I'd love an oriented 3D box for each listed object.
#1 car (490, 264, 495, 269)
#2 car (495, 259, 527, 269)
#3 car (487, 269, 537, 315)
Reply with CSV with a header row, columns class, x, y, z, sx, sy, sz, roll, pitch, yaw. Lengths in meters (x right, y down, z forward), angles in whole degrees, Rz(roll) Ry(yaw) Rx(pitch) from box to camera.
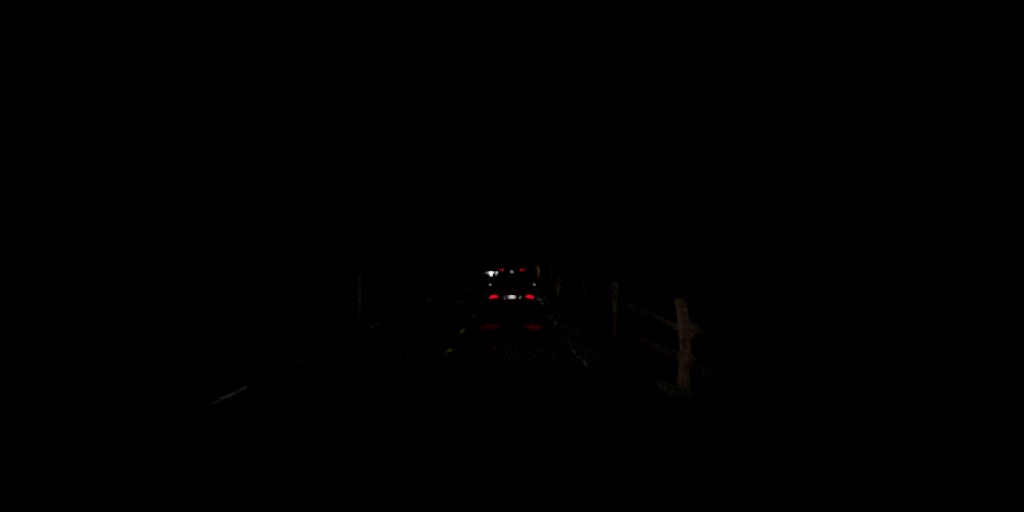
class,x,y,z,sx,sy,sz,roll,pitch,yaw
car,-2.779,1.997,61.656,1.895,1.301,4.718,0,-1,0
car,0.006,1.272,29.449,2.150,2.045,5.566,0,0,0
car,0.008,1.434,14.385,2.033,1.411,5.357,0,-1,0
